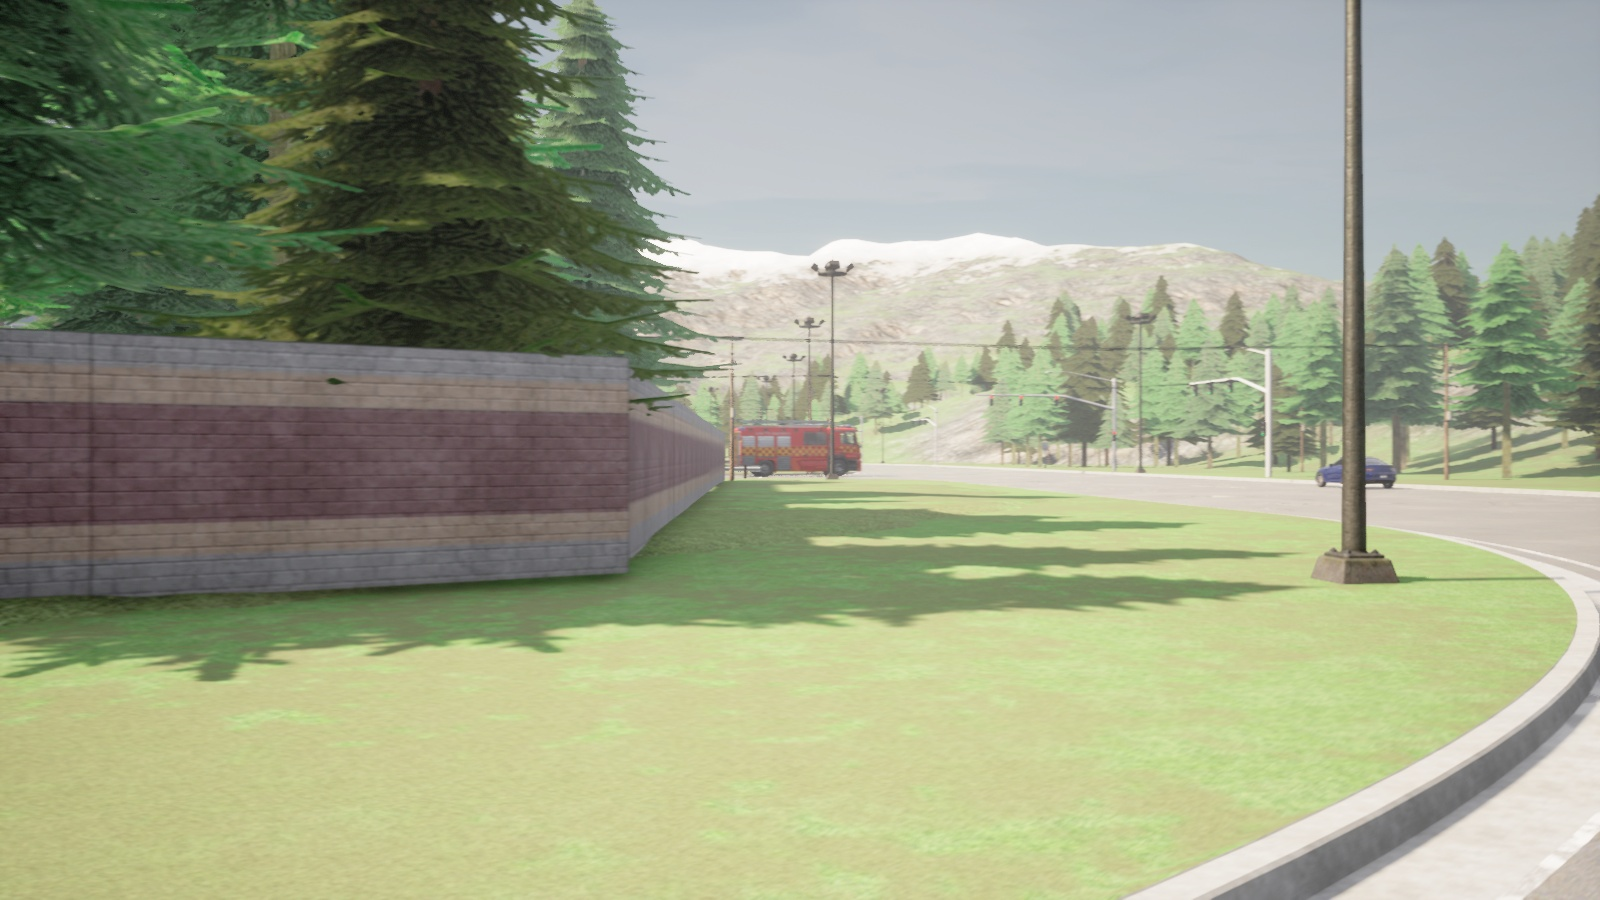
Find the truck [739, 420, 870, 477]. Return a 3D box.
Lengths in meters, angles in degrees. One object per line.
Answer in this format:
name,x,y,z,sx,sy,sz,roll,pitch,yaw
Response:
truck,0.272,-0.107,85.502,8.468,3.827,2.891,0,0,-12

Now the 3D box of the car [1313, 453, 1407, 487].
car,25.261,0.882,56.815,1.812,1.442,4.674,0,0,-5
